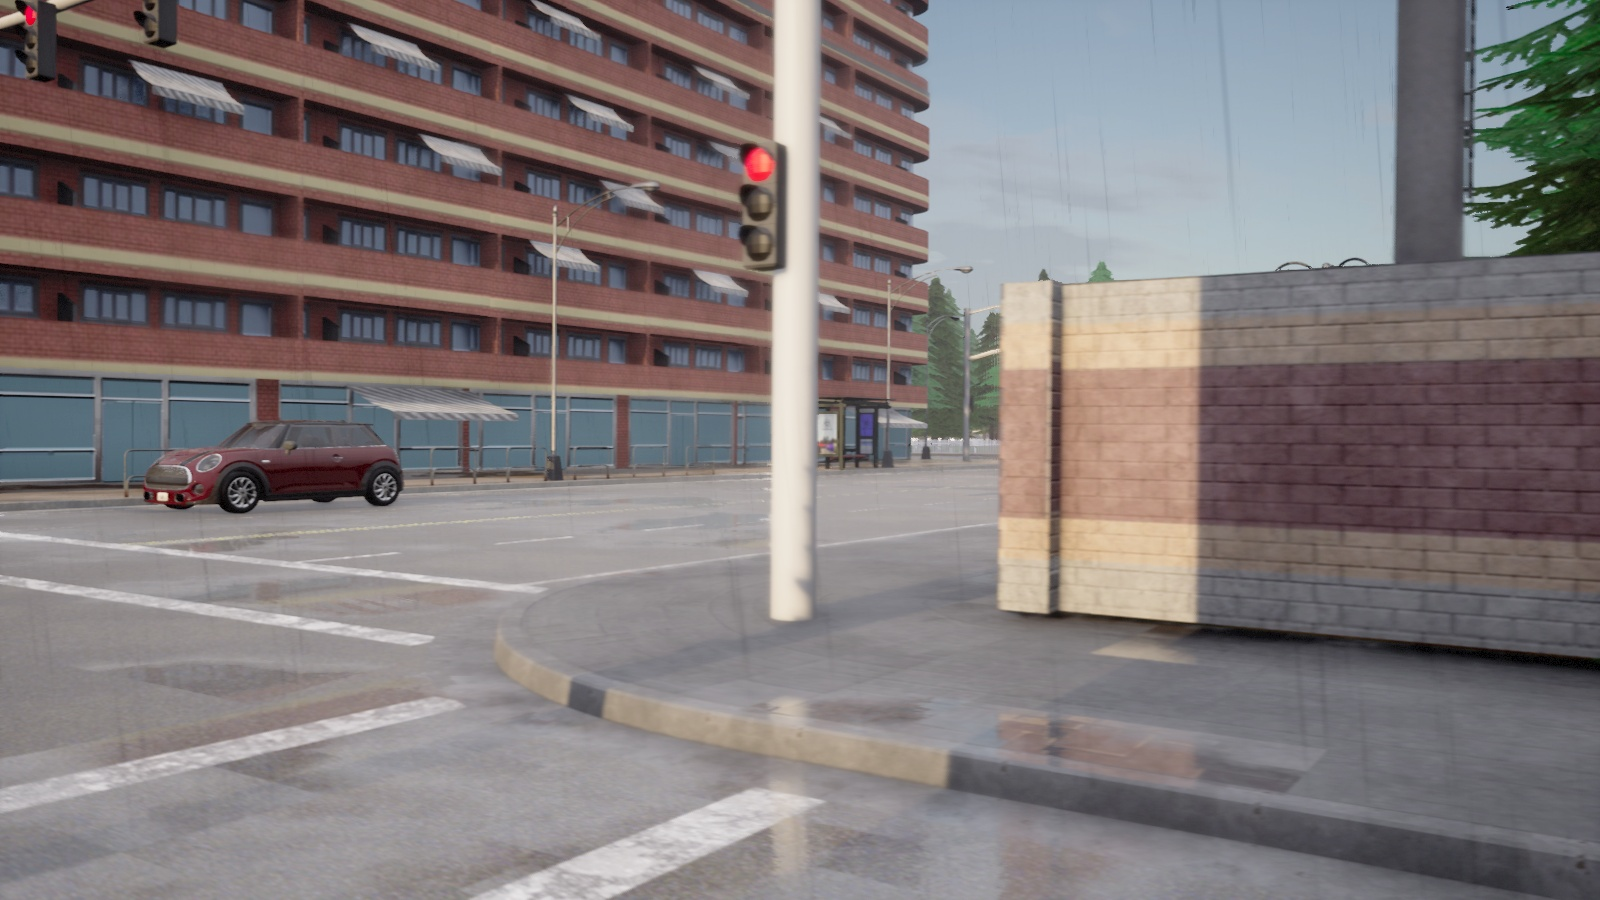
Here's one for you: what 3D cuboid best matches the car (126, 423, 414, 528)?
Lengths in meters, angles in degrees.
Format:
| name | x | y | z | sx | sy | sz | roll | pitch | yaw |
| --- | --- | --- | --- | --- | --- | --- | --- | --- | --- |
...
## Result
| name | x | y | z | sx | sy | sz | roll | pitch | yaw |
| --- | --- | --- | --- | --- | --- | --- | --- | --- | --- |
| car | -9.772 | 0.389 | 23.525 | 2.097 | 1.767 | 4.553 | 0 | 1 | 33 |
